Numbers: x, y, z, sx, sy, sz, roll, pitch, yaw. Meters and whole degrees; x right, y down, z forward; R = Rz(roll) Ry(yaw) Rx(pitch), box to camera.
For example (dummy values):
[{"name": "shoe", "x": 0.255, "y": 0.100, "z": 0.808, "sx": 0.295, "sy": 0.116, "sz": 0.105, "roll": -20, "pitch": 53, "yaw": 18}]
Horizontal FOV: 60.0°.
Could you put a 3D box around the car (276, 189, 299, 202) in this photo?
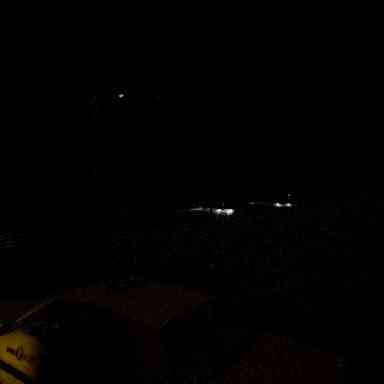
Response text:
[{"name": "car", "x": 14.332, "y": 0.412, "z": 49.840, "sx": 2.097, "sy": 1.767, "sz": 4.553, "roll": 0, "pitch": 1, "yaw": 36}]

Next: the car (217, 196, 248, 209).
[{"name": "car", "x": 4.448, "y": 1.077, "z": 36.241, "sx": 1.994, "sy": 1.385, "sz": 4.181, "roll": 0, "pitch": 1, "yaw": 36}]

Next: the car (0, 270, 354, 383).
[{"name": "car", "x": -0.880, "y": 1.539, "z": 3.595, "sx": 4.829, "sy": 1.417, "sz": 1.752, "roll": 0, "pitch": 0, "yaw": 35}]
